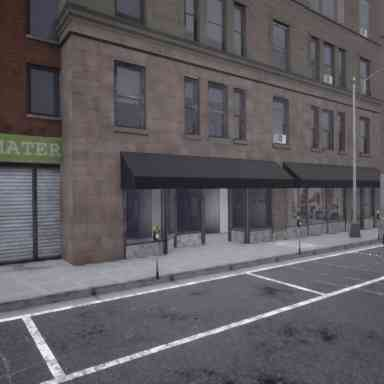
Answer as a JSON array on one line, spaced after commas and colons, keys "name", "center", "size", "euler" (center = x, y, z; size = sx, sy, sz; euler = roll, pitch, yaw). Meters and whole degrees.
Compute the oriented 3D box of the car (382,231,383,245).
[{"name": "car", "center": [9.281, 1.539, 13.197], "size": [4.507, 1.381, 1.887], "euler": [0, -1, -36]}]
